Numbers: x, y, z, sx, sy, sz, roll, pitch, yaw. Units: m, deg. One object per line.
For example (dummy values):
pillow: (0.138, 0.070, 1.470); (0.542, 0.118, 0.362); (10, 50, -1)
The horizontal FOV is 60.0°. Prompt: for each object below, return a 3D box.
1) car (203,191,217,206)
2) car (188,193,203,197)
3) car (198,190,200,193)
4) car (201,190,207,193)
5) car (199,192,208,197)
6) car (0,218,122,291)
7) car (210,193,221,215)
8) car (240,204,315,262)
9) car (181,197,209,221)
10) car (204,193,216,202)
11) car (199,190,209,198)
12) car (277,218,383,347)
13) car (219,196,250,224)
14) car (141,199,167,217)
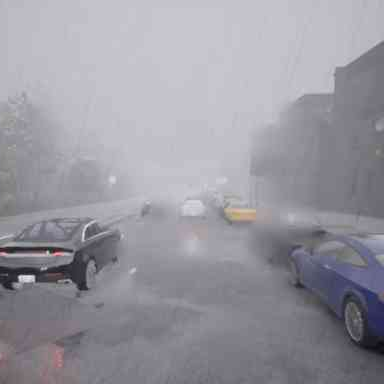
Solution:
car: (3.240, 1.082, 50.282); (2.231, 1.521, 4.892); (0, 0, 0)
car: (0.114, 1.173, 41.655); (1.837, 1.490, 4.892); (0, 0, 0)
car: (3.286, 0.850, 79.570); (2.231, 1.521, 4.892); (0, 0, 1)
car: (3.237, 0.784, 55.964); (2.435, 2.045, 5.566); (0, 0, 0)
car: (3.225, 0.732, 94.481); (2.231, 1.521, 4.892); (0, 0, 0)
car: (-3.145, 1.421, 8.769); (2.128, 1.511, 4.902); (0, 0, 0)
car: (3.244, 1.207, 33.899); (1.946, 1.575, 5.366); (0, 0, 0)
car: (3.231, 1.388, 11.605); (2.231, 1.521, 4.892); (0, 0, 0)
car: (0.118, 1.326, 25.083); (1.812, 1.442, 4.674); (0, 0, 0)
car: (3.235, 0.988, 61.648); (1.946, 1.575, 5.366); (0, 0, 0)
car: (3.227, 0.523, 88.989); (2.435, 2.045, 5.566); (0, 0, 0)
car: (3.229, 1.471, 6.085); (2.002, 1.452, 4.674); (0, 0, 0)
car: (3.237, 1.295, 22.847); (1.946, 1.575, 5.366); (0, 0, 0)
car: (-3.147, 1.302, 28.083); (1.812, 1.442, 4.674); (0, 0, 0)
